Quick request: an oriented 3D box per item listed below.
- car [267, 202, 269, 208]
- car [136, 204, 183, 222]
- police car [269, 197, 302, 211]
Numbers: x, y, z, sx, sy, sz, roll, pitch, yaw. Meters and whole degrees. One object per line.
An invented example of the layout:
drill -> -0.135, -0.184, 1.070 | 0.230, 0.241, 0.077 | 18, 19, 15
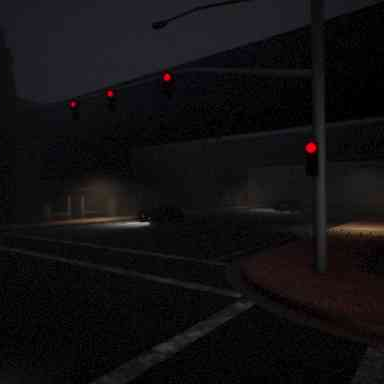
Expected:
car -> 12.275, 1.577, 47.001 | 1.895, 1.301, 4.718 | -1, 0, 37
car -> -2.591, 1.664, 27.225 | 1.994, 1.385, 4.181 | -1, 0, 37
police car -> 11.515, 1.472, 40.060 | 2.038, 1.542, 4.974 | -1, 0, 37
